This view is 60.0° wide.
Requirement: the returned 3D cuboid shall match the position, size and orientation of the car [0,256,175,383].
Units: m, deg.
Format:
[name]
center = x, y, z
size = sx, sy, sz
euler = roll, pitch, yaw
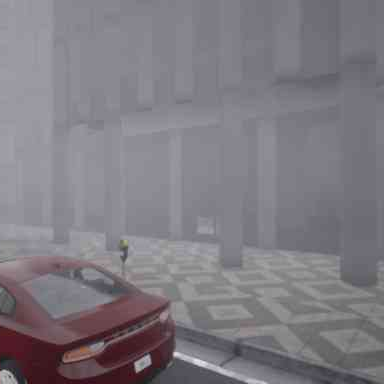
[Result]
[car]
center = -2.305, 1.586, 4.607
size = 4.507, 1.381, 1.887
euler = -1, 0, 36
